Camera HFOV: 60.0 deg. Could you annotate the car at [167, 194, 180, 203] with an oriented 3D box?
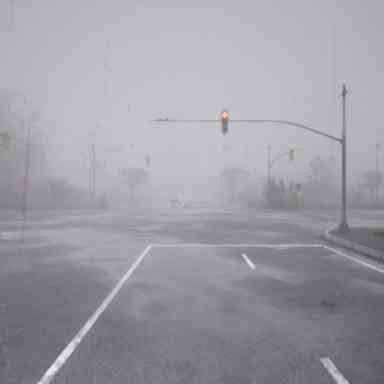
[{"bbox_3d":[-3.220,1.238,58.276,1.837,1.490,4.892,0,3,0],"label":"car"}]
